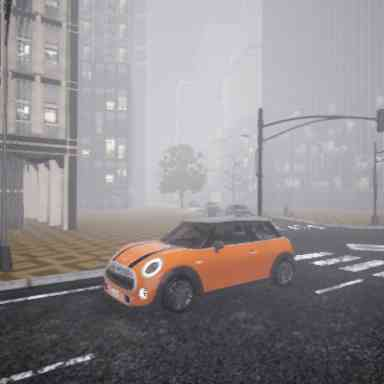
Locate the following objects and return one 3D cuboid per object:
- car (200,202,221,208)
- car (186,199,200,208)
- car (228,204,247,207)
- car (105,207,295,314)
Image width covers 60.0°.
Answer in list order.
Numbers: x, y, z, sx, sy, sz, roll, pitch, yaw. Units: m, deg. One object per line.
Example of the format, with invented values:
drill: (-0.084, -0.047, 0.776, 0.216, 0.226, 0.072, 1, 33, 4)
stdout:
car: (2.711, 2.090, 45.302, 1.837, 1.490, 4.892, 1, -1, -7)
car: (0.450, 2.354, 63.677, 1.812, 1.442, 4.674, 0, -1, -7)
car: (4.428, 1.916, 31.730, 1.837, 1.490, 4.892, 1, -1, -7)
car: (0.331, 1.398, 7.820, 4.553, 1.767, 2.097, 1, 0, -36)
